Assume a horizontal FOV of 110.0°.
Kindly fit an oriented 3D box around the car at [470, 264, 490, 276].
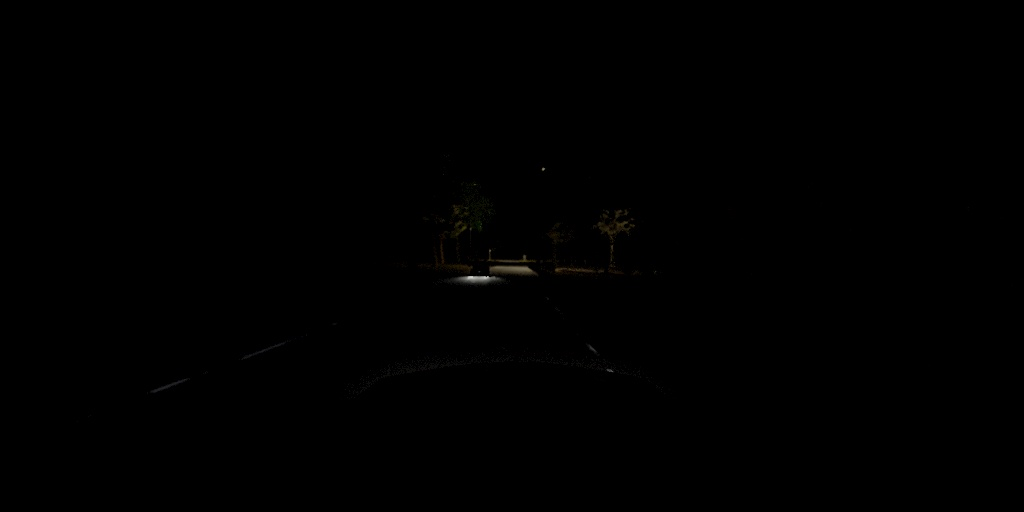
[{"bbox_3d":[-3.488,1.533,40.195,1.994,1.385,4.181,0,0,0],"label":"car"}]
